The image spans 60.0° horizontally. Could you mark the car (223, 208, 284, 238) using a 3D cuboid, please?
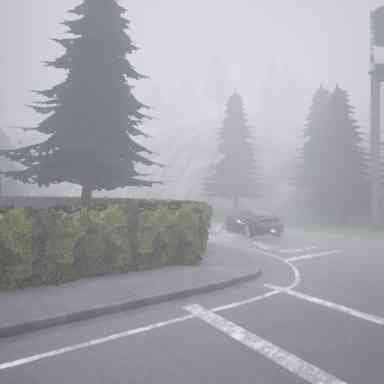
[{"bbox_3d":[3.330,1.691,18.905,1.837,1.490,4.892,-3,1,-17],"label":"car"}]

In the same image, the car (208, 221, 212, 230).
[{"bbox_3d":[-0.908,1.679,20.496,1.837,1.490,4.892,0,0,-45],"label":"car"}]
